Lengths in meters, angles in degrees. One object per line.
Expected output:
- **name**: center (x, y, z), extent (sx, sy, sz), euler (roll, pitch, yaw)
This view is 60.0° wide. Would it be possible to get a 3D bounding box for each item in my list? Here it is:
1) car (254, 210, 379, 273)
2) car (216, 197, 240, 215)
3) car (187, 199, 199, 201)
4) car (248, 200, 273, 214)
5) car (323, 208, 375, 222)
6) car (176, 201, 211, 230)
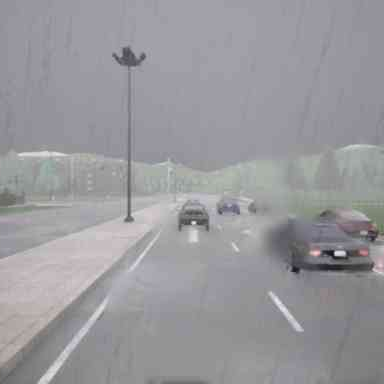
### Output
- **car**: center (3.599, 1.540, 10.599), extent (2.033, 1.411, 5.357), euler (0, 0, 0)
- **car**: center (3.598, 1.329, 33.988), extent (2.097, 1.767, 4.553), euler (0, 0, 0)
- **car**: center (0.097, 1.520, 38.549), extent (2.033, 1.411, 5.357), euler (0, 0, 0)
- **car**: center (7.097, 1.539, 34.905), extent (1.994, 1.385, 4.181), euler (0, 0, 0)
- **car**: center (7.112, 1.515, 16.055), extent (1.812, 1.442, 4.674), euler (0, 0, 0)
- **car**: center (0.098, 1.488, 20.769), extent (1.837, 1.490, 4.892), euler (0, -1, 0)
